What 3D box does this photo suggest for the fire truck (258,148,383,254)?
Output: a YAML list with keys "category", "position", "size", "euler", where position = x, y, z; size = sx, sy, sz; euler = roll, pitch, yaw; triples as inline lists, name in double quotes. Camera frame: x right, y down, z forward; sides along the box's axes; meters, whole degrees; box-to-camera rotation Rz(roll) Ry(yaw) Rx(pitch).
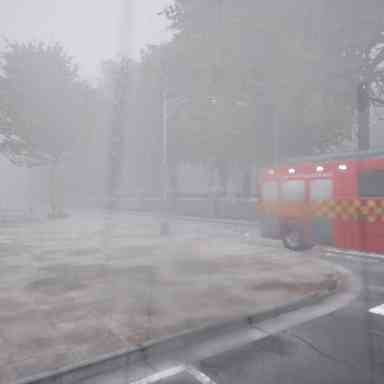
- category: "fire truck"
  position: [6.409, 0.394, 11.685]
  size: [2.891, 3.827, 8.468]
  euler: [0, 0, -36]
